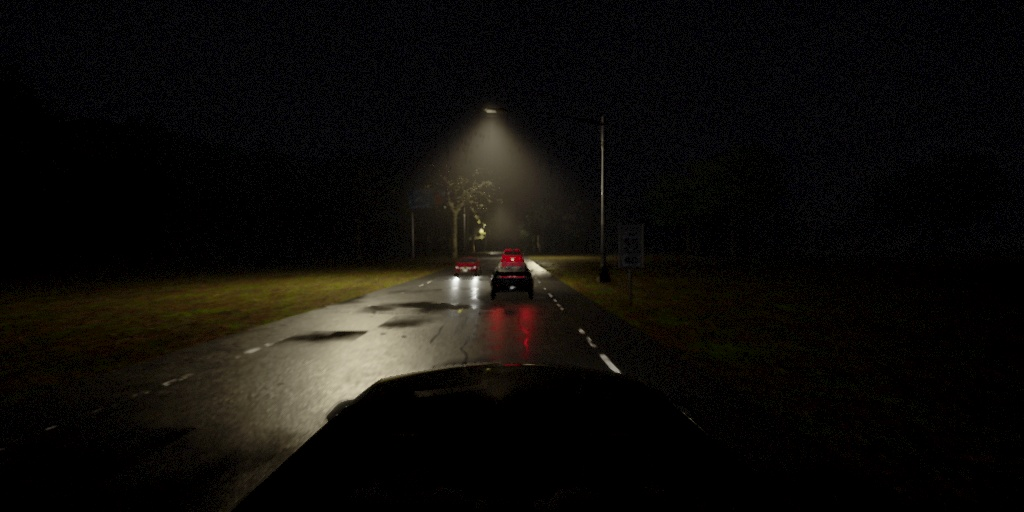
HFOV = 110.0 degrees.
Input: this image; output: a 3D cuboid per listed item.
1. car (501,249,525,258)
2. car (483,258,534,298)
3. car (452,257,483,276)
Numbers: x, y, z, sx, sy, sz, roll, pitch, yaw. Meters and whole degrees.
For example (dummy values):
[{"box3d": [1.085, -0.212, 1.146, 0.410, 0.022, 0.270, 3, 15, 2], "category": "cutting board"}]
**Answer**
[{"box3d": [0.077, 0.334, 36.059, 2.150, 2.045, 5.566, 0, 1, 0], "category": "car"}, {"box3d": [0.019, 1.019, 16.722, 2.128, 1.511, 4.902, 0, 1, 0], "category": "car"}, {"box3d": [-3.525, 0.798, 29.505, 1.812, 1.442, 4.674, 0, 1, 0], "category": "car"}]
